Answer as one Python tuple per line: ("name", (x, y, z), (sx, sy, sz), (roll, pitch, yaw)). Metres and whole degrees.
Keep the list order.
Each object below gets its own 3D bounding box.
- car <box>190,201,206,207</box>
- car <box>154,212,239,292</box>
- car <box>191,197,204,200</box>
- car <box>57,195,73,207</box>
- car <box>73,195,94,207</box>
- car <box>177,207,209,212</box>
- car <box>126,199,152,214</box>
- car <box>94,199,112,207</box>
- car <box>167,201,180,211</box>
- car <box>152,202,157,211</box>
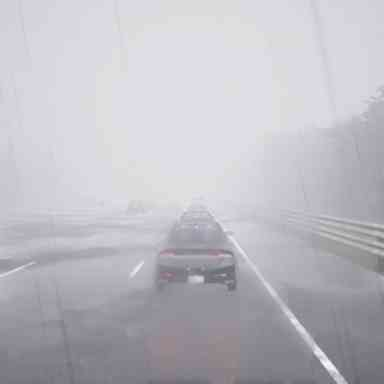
("car", (0.450, 1.748, 27.998), (2.033, 1.411, 5.357), (0, -1, 1))
("car", (0.120, 1.526, 9.012), (2.128, 1.511, 4.902), (0, 0, 1))
("car", (0.767, 1.674, 47.748), (2.150, 2.045, 5.566), (0, -1, 0))
("car", (-23.837, 1.708, 63.567), (2.150, 2.045, 5.566), (0, 1, 0))
("car", (-20.338, 1.752, 63.835), (2.150, 2.045, 5.566), (0, -1, 0))
("car", (0.280, 1.701, 18.288), (1.895, 1.301, 4.718), (0, -1, 1))
("car", (-6.301, 1.647, 39.109), (2.097, 1.767, 4.553), (0, -1, 0))
("car", (-16.857, 2.121, 64.071), (1.994, 1.385, 4.181), (0, -1, 0))
("car", (-2.732, 1.995, 49.118), (2.033, 1.411, 5.357), (0, -1, 0))
("car", (-6.235, 2.014, 48.290), (1.895, 1.301, 4.718), (0, -1, 1))
